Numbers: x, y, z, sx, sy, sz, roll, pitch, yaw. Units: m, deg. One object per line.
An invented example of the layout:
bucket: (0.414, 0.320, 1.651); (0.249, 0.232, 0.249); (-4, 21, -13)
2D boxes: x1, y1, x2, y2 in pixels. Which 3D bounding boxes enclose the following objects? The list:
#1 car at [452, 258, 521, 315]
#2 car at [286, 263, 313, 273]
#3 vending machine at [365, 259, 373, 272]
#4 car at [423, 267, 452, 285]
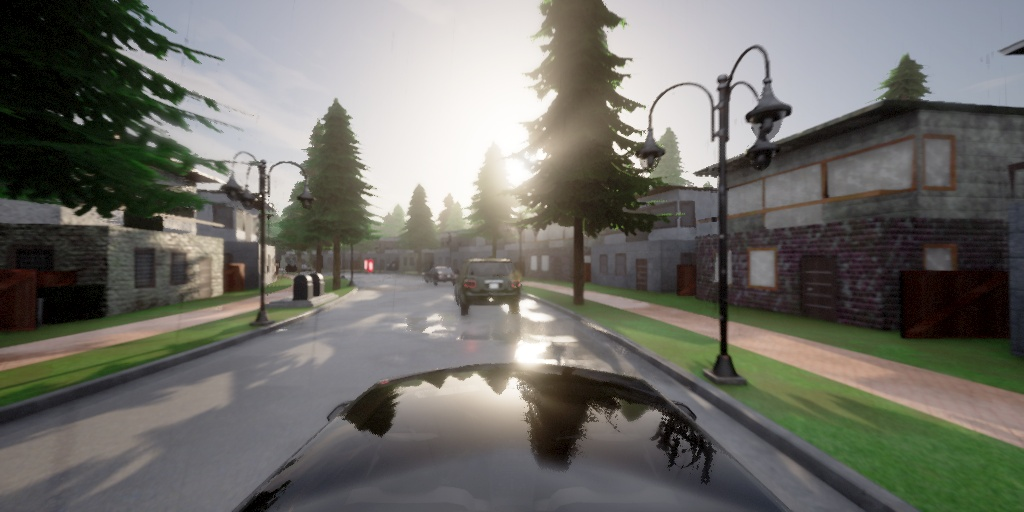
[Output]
car: (-1.135, 1.112, 14.651); (2.150, 2.045, 5.566); (0, 0, -12)
car: (-31.649, 1.788, 53.353); (4.902, 1.511, 2.128); (0, -1, 33)
vending machine: (-22.479, 1.523, 56.297); (0.880, 2.100, 1.100); (0, 0, 37)
car: (-5.840, 1.590, 29.274); (2.033, 1.411, 5.357); (0, -1, -26)
